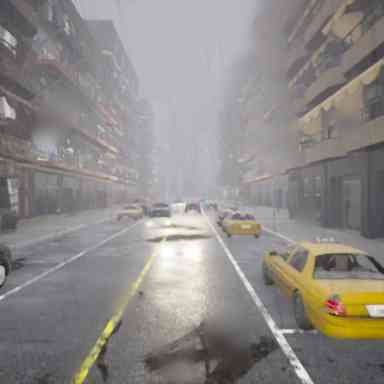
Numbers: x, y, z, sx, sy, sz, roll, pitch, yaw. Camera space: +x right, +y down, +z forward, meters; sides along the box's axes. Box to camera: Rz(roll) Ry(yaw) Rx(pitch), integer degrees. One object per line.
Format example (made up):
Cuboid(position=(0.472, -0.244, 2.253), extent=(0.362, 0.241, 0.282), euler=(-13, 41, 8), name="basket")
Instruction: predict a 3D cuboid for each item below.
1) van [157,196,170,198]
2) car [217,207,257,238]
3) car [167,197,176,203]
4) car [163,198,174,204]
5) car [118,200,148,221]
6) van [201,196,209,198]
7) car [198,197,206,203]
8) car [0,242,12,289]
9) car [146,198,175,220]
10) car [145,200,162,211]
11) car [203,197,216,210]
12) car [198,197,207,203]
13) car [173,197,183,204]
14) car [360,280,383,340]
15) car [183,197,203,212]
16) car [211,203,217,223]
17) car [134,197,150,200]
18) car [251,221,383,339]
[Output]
Cuboid(position=(-5.271, 1.654, 57.592), extent=(1.690, 1.788, 3.998), euler=(1, 0, 0), name="van")
Cuboid(position=(2.574, 1.621, 18.095), extent=(1.752, 1.417, 4.829), euler=(1, 0, 0), name="car")
Cuboid(position=(-5.273, 2.024, 85.945), extent=(1.887, 1.381, 4.507), euler=(1, 0, 0), name="car")
Cuboid(position=(-5.273, 1.962, 74.604), extent=(2.008, 1.369, 4.403), euler=(1, 0, 0), name="car")
Cuboid(position=(-5.312, 1.680, 29.067), extent=(1.752, 1.417, 4.829), euler=(1, 0, 0), name="car")
Cuboid(position=(2.577, 1.654, 57.620), extent=(1.690, 1.788, 3.998), euler=(1, 0, 0), name="van")
Cuboid(position=(2.575, 2.025, 85.973), extent=(1.887, 1.381, 4.507), euler=(1, 0, 0), name="car")
Cuboid(position=(-5.307, 1.586, 6.554), extent=(2.008, 1.369, 4.403), euler=(1, 0, 0), name="car")
Cuboid(position=(-2.847, 1.641, 30.631), extent=(1.882, 1.535, 5.008), euler=(0, 0, 0), name="car")
Cuboid(position=(-5.285, 1.831, 46.249), extent=(1.802, 1.307, 4.206), euler=(1, 0, 0), name="car")
Cuboid(position=(2.574, 1.800, 46.278), extent=(2.008, 1.369, 4.403), euler=(1, 0, 0), name="car")
Cuboid(position=(2.574, 2.012, 80.303), extent=(1.947, 1.339, 4.313), euler=(1, 0, 0), name="car")
Cuboid(position=(-2.749, 1.853, 70.915), extent=(1.837, 1.490, 4.892), euler=(0, 0, 0), name="car")
Cuboid(position=(2.574, 1.550, 0.912), extent=(1.887, 1.381, 4.507), euler=(1, 0, 0), name="car")
Cuboid(position=(0.101, 1.748, 41.327), extent=(1.812, 1.442, 4.674), euler=(0, 0, 0), name="car")
Cuboid(position=(2.573, 1.707, 23.596), extent=(1.802, 1.307, 4.206), euler=(1, 0, 0), name="car")
Cuboid(position=(-5.312, 1.502, 34.909), extent=(2.192, 1.841, 5.009), euler=(1, 0, 0), name="car")
Cuboid(position=(2.574, 1.561, 6.754), extent=(1.752, 1.417, 4.829), euler=(1, 0, 0), name="car")
